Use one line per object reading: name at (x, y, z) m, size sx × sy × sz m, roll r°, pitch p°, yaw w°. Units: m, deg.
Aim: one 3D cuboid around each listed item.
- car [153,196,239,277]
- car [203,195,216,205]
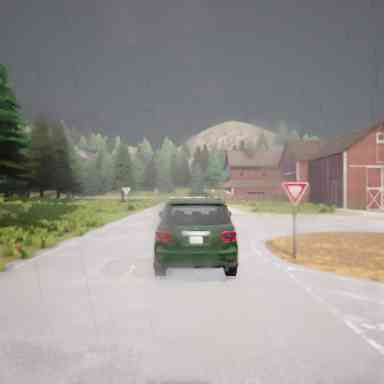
car at (0.100, 1.203, 10.321) m, size 2.150 × 2.045 × 5.566 m, roll 0°, pitch 0°, yaw 0°
car at (2.965, 1.360, 56.787) m, size 1.816 × 1.474 × 4.193 m, roll -6°, pitch 1°, yaw -2°
